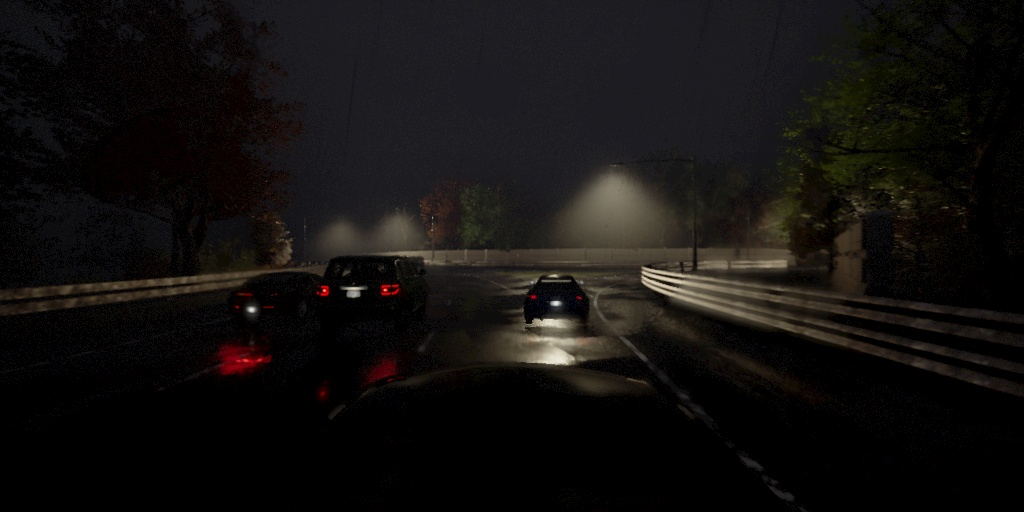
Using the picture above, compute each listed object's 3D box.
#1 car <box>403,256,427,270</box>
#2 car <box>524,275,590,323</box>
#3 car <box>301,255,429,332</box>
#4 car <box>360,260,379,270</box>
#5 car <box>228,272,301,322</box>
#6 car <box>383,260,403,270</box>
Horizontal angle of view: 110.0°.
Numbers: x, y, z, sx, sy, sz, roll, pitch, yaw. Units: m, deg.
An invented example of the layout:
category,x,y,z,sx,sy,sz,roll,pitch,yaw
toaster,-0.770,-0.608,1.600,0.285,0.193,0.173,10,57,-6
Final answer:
category,x,y,z,sx,sy,sz,roll,pitch,yaw
car,-16.059,1.099,59.070,2.150,2.045,5.566,0,0,-33
car,1.522,1.321,12.178,1.994,1.385,4.181,0,0,8
car,-3.999,0.997,11.170,2.150,2.045,5.566,0,0,-5
car,-22.046,1.421,55.445,1.812,1.442,4.674,0,0,-33
car,-7.710,1.296,12.683,1.837,1.490,4.892,0,0,-6
car,-19.044,1.412,57.244,1.812,1.442,4.674,0,0,-33
